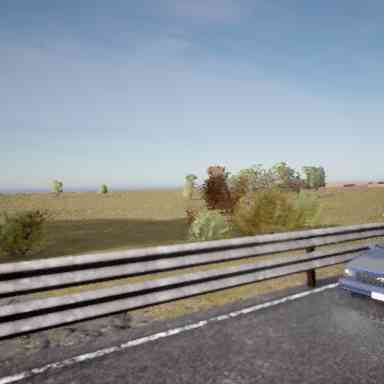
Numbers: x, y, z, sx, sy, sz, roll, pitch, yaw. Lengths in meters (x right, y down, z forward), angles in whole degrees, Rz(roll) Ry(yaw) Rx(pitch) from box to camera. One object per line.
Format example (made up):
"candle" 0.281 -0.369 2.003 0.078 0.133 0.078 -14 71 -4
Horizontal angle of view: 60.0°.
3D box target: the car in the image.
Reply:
"car" 5.641 1.541 7.687 5.357 1.411 2.033 0 0 -35
